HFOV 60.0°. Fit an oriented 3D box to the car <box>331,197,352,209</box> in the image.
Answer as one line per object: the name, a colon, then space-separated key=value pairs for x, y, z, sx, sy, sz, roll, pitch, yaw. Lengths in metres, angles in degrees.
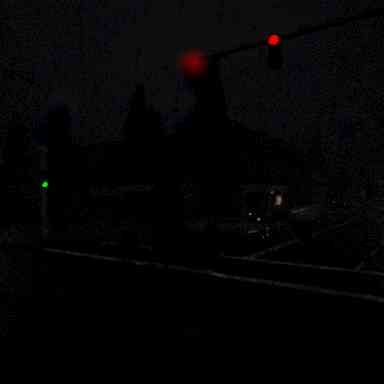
car: x=21.526 y=1.447 z=47.774 sx=2.097 sy=1.767 sz=4.553 roll=-1 pitch=-1 yaw=36

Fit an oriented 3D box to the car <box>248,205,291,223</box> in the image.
car: x=6.288 y=1.746 z=26.744 sx=1.895 sy=1.301 sz=4.718 roll=-1 pitch=-1 yaw=36
